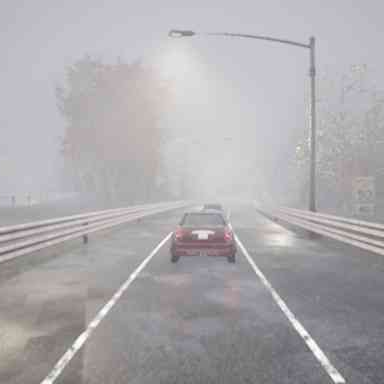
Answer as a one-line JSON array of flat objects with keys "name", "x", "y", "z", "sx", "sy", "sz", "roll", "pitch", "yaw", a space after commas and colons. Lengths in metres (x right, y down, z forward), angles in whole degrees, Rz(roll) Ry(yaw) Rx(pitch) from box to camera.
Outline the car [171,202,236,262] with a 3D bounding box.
[{"name": "car", "x": 0.428, "y": 1.427, "z": 12.577, "sx": 2.097, "sy": 1.767, "sz": 4.553, "roll": 0, "pitch": 0, "yaw": 2}]
